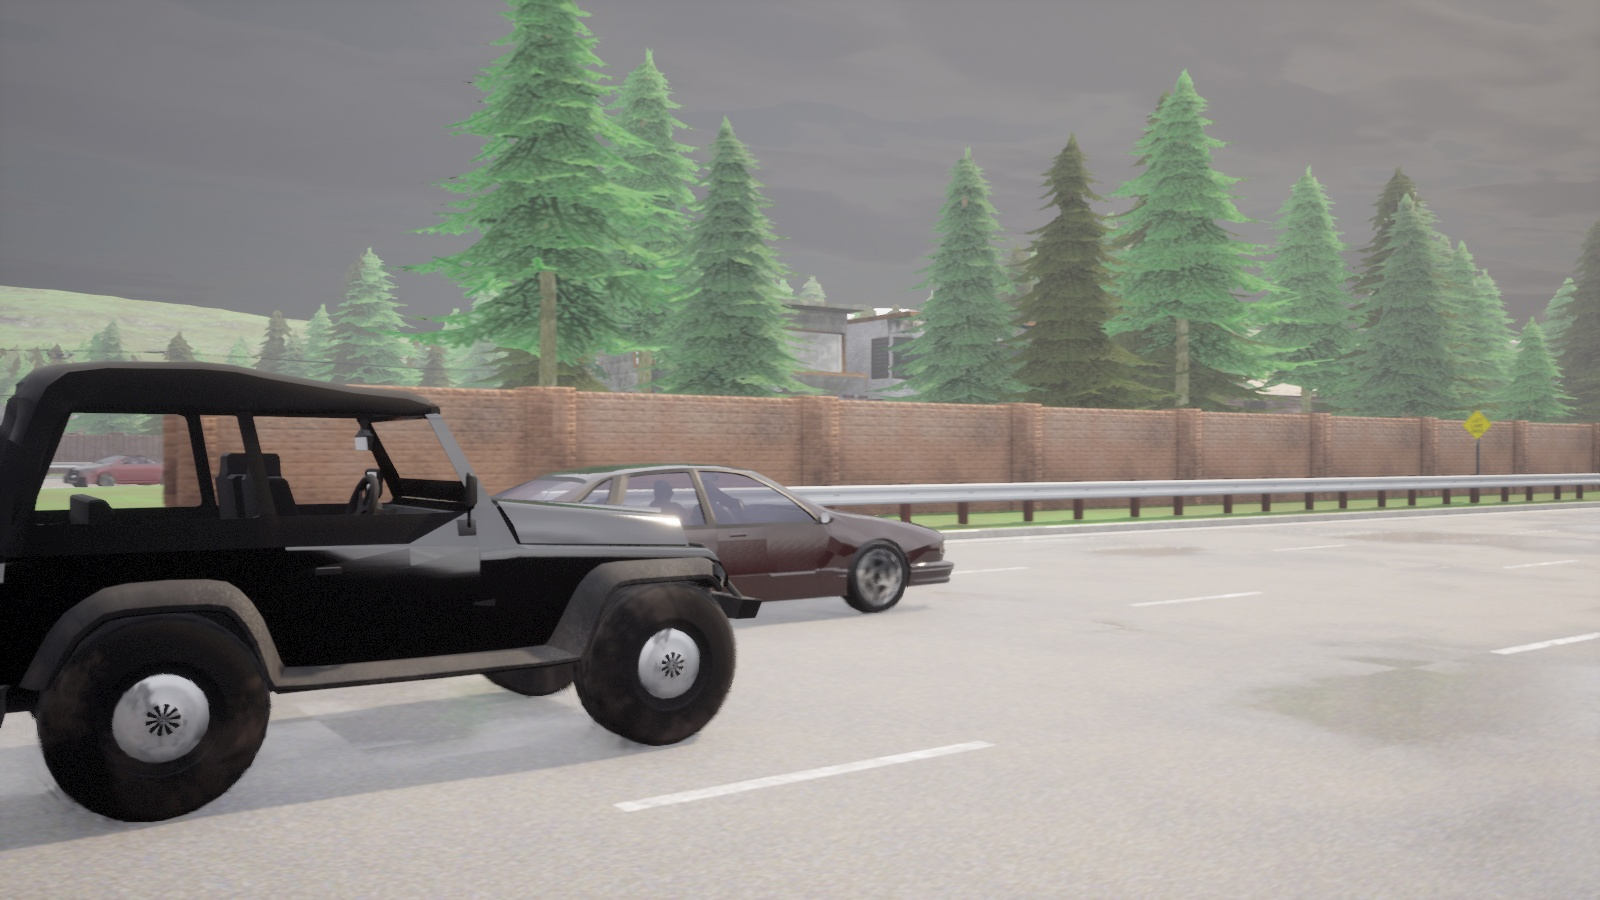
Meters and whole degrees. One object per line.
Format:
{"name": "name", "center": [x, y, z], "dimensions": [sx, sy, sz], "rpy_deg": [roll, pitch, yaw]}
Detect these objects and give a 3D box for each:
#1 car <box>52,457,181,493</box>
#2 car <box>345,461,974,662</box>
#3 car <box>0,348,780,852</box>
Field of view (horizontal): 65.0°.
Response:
{"name": "car", "center": [-27.896, 0.994, 51.375], "dimensions": [1.994, 1.385, 4.181], "rpy_deg": [0, 0, 31]}
{"name": "car", "center": [-1.102, 0.822, 11.420], "dimensions": [5.357, 1.411, 2.033], "rpy_deg": [0, 0, -35]}
{"name": "car", "center": [-2.241, 0.561, 6.364], "dimensions": [3.866, 1.878, 1.905], "rpy_deg": [0, 0, -35]}
